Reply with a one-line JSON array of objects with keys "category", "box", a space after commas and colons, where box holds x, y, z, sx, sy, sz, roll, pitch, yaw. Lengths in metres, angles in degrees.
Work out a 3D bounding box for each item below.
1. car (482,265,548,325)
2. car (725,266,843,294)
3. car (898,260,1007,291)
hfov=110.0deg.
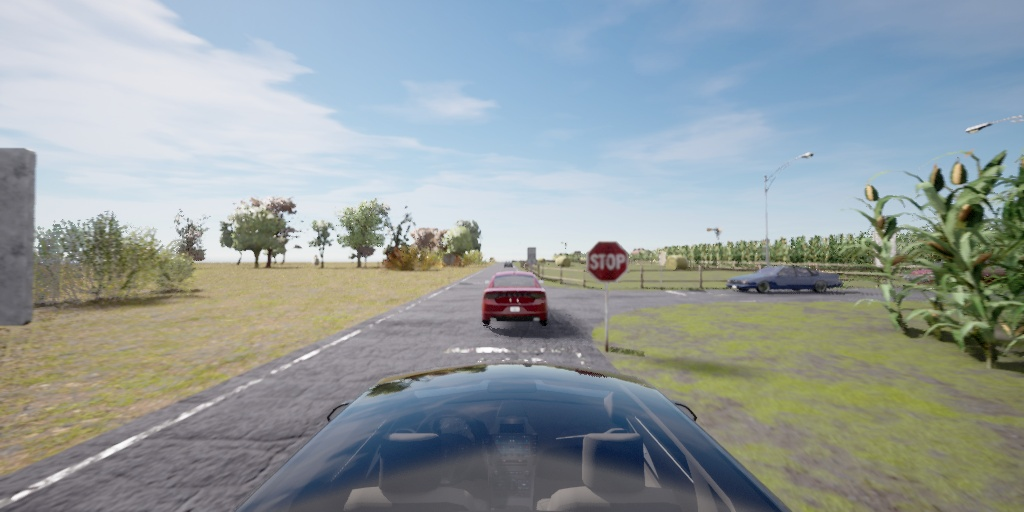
[{"category": "car", "box": [0.077, 1.249, 12.007, 1.882, 1.535, 5.008, 0, 0, 0]}, {"category": "car", "box": [14.691, 1.254, 19.487, 5.357, 1.411, 2.033, -1, -1, -1]}, {"category": "car", "box": [24.183, 0.969, 19.653, 4.553, 1.767, 2.097, 0, -1, -1]}]
